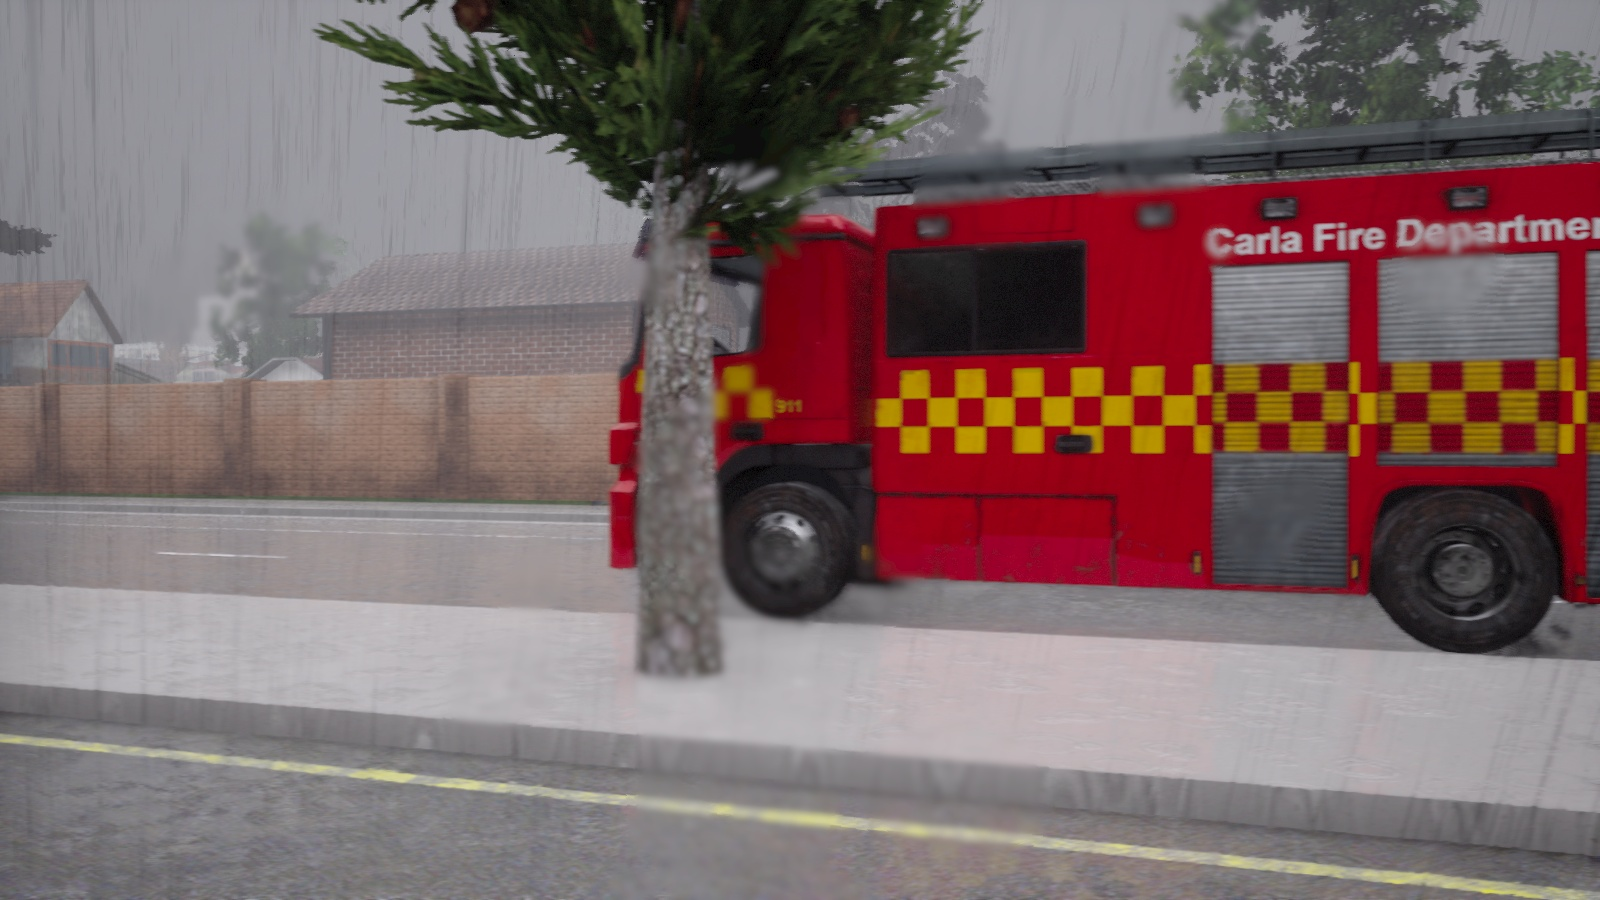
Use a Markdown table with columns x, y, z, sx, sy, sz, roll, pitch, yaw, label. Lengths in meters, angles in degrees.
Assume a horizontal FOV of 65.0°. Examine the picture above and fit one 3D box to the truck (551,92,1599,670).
| x | y | z | sx | sy | sz | roll | pitch | yaw | label |
| --- | --- | --- | --- | --- | --- | --- | --- | --- | --- |
| 2.330 | -0.503 | 10.830 | 8.468 | 3.827 | 2.891 | 1 | 1 | 19 | truck |
